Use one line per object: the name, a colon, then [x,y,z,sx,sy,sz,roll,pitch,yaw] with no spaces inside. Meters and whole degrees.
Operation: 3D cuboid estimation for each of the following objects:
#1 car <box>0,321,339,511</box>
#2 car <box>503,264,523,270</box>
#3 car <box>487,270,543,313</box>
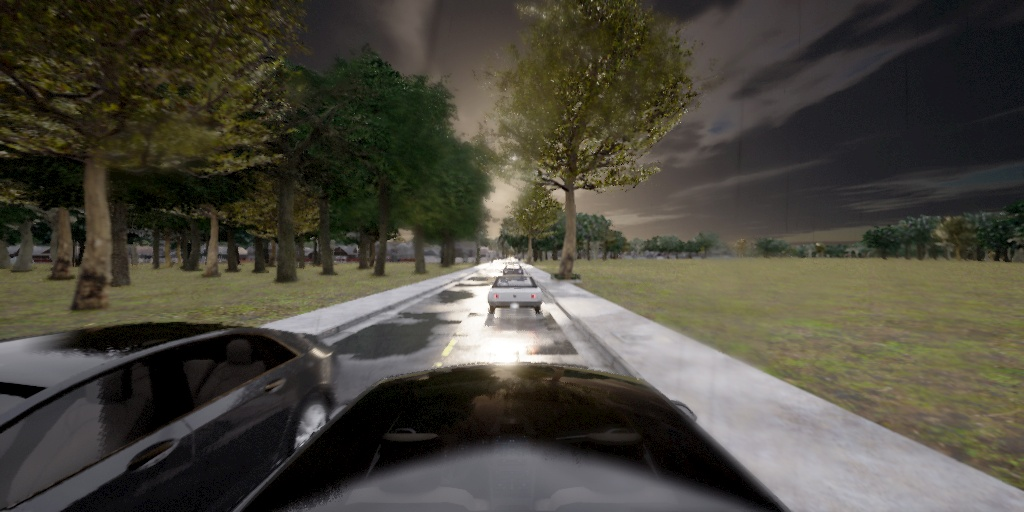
car: [-2.750,1.256,1.925,1.837,1.490,4.892,0,0,0]
car: [0.095,1.445,33.878,1.895,1.301,4.718,0,0,0]
car: [0.098,1.388,14.181,1.895,1.301,4.718,0,0,0]
